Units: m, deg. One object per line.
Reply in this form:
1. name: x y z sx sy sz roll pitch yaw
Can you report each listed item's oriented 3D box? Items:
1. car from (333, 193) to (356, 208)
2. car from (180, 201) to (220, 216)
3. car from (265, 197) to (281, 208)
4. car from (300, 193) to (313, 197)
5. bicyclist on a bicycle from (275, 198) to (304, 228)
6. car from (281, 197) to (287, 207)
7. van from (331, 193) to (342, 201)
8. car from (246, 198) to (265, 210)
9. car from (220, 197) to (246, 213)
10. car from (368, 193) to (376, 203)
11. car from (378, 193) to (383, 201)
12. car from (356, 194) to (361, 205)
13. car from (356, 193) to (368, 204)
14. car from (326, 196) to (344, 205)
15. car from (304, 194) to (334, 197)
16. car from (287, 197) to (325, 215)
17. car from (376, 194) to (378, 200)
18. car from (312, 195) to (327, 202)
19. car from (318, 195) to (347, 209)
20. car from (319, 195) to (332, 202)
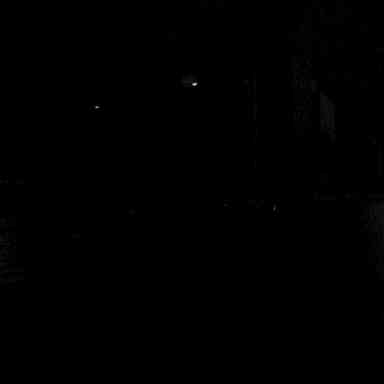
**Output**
1. car: 20.463 1.135 45.367 2.192 1.841 5.009 0 0 35
2. car: 0.605 1.521 31.699 1.802 1.307 4.206 0 0 35
3. car: 10.152 1.422 45.458 1.752 1.417 4.829 0 0 35
4. car: 19.894 1.412 59.499 1.887 1.381 4.507 0 0 35
5. bicyclist on a bicycle: 5.340 1.176 18.373 1.656 1.620 0.582 -1 0 35
6. car: 13.465 1.452 50.232 1.947 1.339 4.313 0 0 35
7. van: 35.967 1.182 82.666 1.690 1.788 3.998 -1 0 35
8. car: 7.035 1.491 40.965 1.802 1.307 4.206 0 0 35
9. car: 3.819 1.363 36.331 1.967 1.590 4.097 0 0 35
10. car: 33.322 1.097 63.898 2.192 1.841 5.009 0 0 35
11. car: 42.966 1.356 77.795 1.802 1.307 4.206 -1 0 35
12. car: 23.679 1.376 49.999 1.947 1.339 4.313 0 0 35
13. car: 26.892 1.115 54.632 2.192 1.841 5.009 0 0 35
14. car: 23.262 1.351 53.908 1.812 1.442 4.674 -1 0 35
15. car: 17.399 1.334 45.456 2.128 1.511 4.902 -1 0 35
16. car: 10.821 1.422 31.467 1.947 1.339 4.313 0 0 35
17. car: 36.634 1.300 68.669 1.752 1.417 4.829 0 0 35
18. car: 26.325 1.414 68.766 1.947 1.339 4.313 0 0 35
19. car: 17.249 1.375 40.734 1.887 1.381 4.507 0 0 35
20. car: 29.539 1.423 73.398 1.802 1.307 4.206 0 0 35
